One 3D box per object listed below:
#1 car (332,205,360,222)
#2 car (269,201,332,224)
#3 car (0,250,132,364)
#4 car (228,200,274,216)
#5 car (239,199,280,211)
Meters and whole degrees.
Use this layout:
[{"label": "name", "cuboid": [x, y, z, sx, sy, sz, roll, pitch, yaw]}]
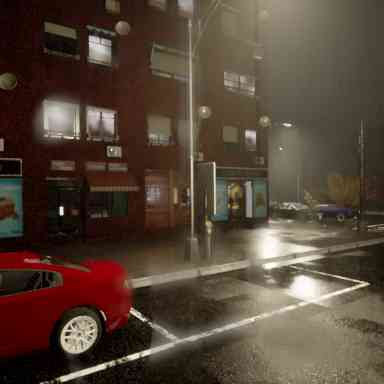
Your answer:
[{"label": "car", "cuboid": [11.585, 1.714, 27.953, 1.895, 1.301, 4.718, -1, 0, -35]}, {"label": "car", "cuboid": [8.286, 1.653, 27.018, 2.128, 1.511, 4.902, -1, 0, -33]}, {"label": "car", "cuboid": [-3.046, 1.545, 4.401, 4.507, 1.381, 1.887, 0, -1, -35]}, {"label": "car", "cuboid": [6.228, 1.653, 35.616, 1.882, 1.535, 5.008, -1, 0, -35]}, {"label": "car", "cuboid": [8.754, 1.673, 43.695, 2.033, 1.411, 5.357, -1, 0, -35]}]
